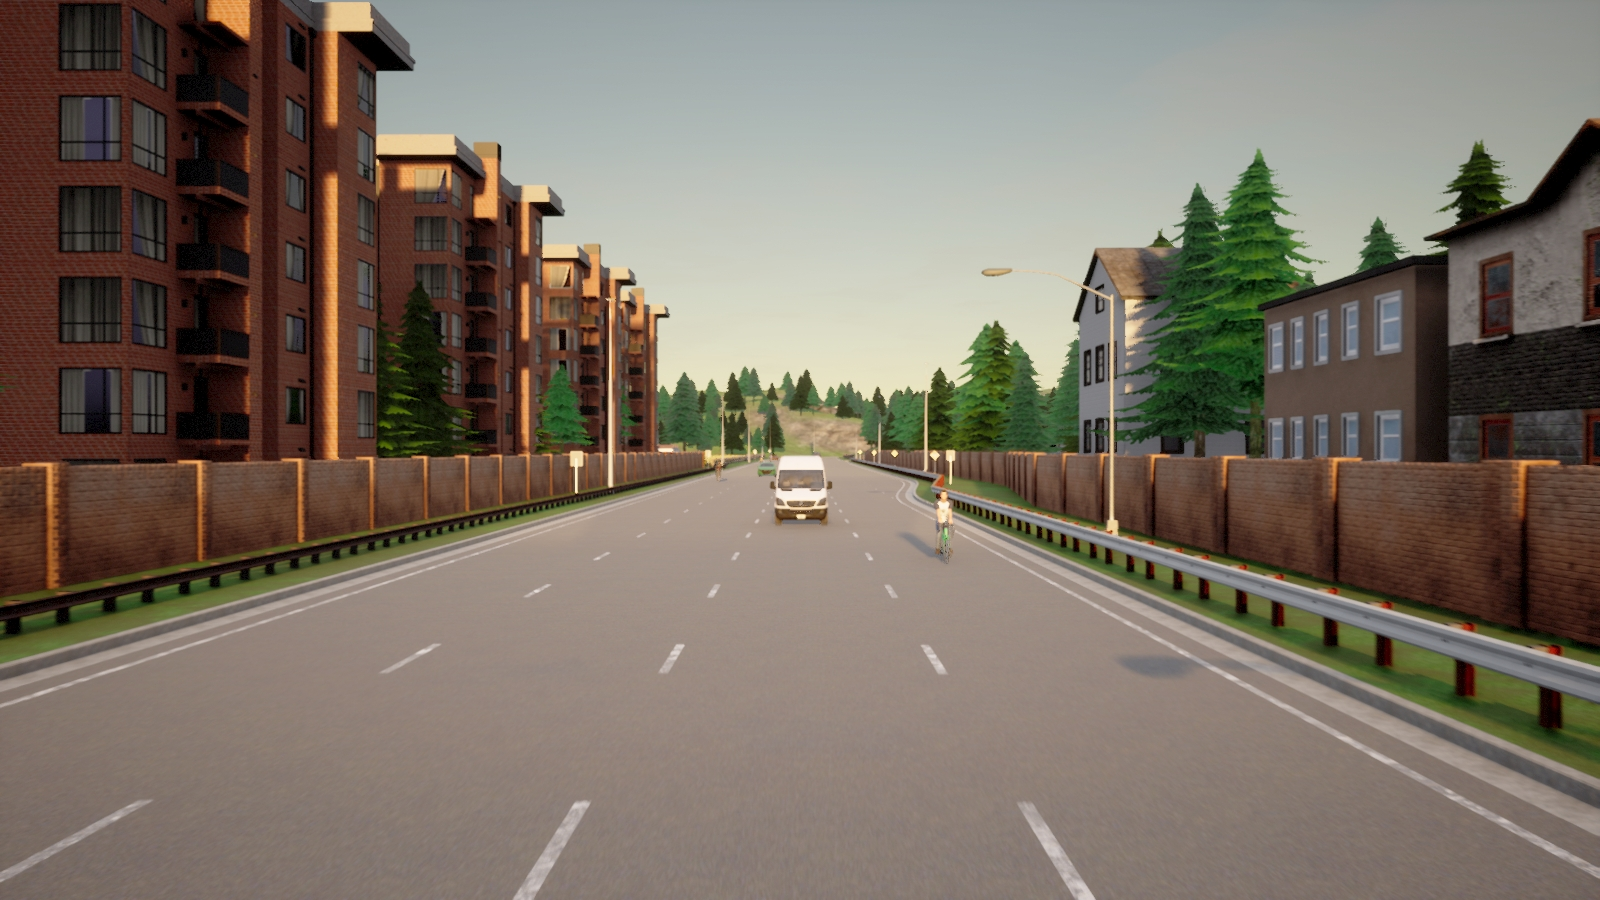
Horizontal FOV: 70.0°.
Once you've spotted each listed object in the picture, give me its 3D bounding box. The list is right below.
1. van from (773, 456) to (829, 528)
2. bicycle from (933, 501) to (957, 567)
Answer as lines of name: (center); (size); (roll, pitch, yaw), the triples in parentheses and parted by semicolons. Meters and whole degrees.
van: (0.057, 1.509, 43.770); (1.988, 2.561, 5.915); (0, 0, 0)
bicycle: (3.554, 2.039, 28.123); (0.373, 1.496, 1.643); (0, 0, 0)
